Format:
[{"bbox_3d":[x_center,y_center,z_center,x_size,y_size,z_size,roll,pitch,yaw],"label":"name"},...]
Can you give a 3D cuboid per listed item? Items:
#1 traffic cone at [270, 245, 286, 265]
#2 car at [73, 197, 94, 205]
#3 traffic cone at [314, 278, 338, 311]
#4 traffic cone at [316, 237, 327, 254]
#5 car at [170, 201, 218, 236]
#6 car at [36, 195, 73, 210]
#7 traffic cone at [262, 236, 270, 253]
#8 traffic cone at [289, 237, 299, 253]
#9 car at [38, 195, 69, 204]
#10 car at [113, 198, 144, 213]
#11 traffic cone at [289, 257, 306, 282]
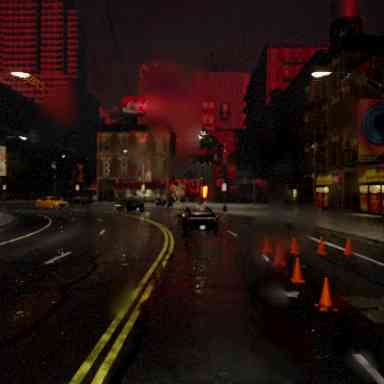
[{"bbox_3d":[2.765,1.971,10.505,0.340,0.580,0.340,0,0,2],"label":"traffic cone"},{"bbox_3d":[-18.141,1.410,53.659,4.718,1.301,1.895,0,0,32],"label":"car"},{"bbox_3d":[2.619,1.972,6.508,0.340,0.580,0.340,0,0,2],"label":"traffic cone"},{"bbox_3d":[4.836,1.986,12.431,0.340,0.580,0.340,0,0,2],"label":"traffic cone"},{"bbox_3d":[0.182,1.481,18.479,2.128,1.511,4.902,1,0,-8],"label":"car"},{"bbox_3d":[-17.069,1.310,40.529,5.008,1.535,1.882,0,0,37],"label":"car"},{"bbox_3d":[2.837,1.970,12.504,0.340,0.580,0.340,0,0,2],"label":"traffic cone"},{"bbox_3d":[3.837,1.978,12.468,0.340,0.580,0.340,0,0,2],"label":"traffic cone"},{"bbox_3d":[-23.361,1.291,56.021,4.674,1.452,2.002,0,0,22],"label":"car"},{"bbox_3d":[-6.809,1.425,35.318,1.837,1.490,4.892,1,0,-35],"label":"car"},{"bbox_3d":[2.692,1.971,8.507,0.340,0.580,0.340,0,0,2],"label":"traffic cone"}]
